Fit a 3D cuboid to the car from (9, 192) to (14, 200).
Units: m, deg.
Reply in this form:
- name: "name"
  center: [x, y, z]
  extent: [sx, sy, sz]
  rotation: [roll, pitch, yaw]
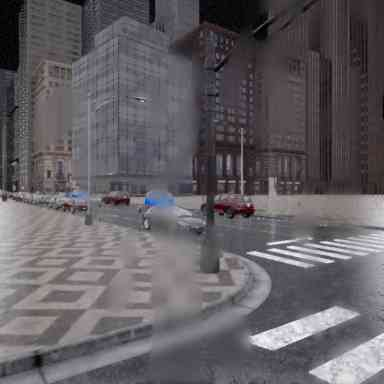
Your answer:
- name: "car"
  center: [-29.550, 0.748, 56.987]
  extent: [1.887, 1.381, 4.507]
  rotation: [1, 0, -36]

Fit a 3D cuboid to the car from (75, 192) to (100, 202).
- name: "car"
  center: [-14.161, 1.007, 45.657]
  extent: [1.895, 1.301, 4.718]
  rotation: [0, 1, -36]

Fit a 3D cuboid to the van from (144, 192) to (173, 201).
- name: "van"
  center: [-3.577, 0.930, 35.266]
  extent: [1.690, 1.788, 3.998]
  rotation: [1, 0, -35]

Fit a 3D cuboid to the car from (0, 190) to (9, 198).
- name: "car"
  center: [-39.062, 0.611, 70.319]
  extent: [1.947, 1.339, 4.313]
  rotation: [1, 0, -36]

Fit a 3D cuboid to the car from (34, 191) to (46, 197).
- name: "car"
  center: [-38.461, 0.495, 84.155]
  extent: [1.887, 1.381, 4.507]
  rotation: [0, 0, -36]

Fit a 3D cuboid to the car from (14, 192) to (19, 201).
- name: "car"
  center: [-26.377, 0.702, 52.543]
  extent: [1.967, 1.590, 4.097]
  rotation: [1, 0, -36]

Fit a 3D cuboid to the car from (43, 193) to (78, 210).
- name: "car"
  center: [-13.696, 1.074, 34.766]
  extent: [2.008, 1.369, 4.403]
  rotation: [1, 0, -35]

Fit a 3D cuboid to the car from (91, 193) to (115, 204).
- name: "car"
  center: [-13.094, 0.934, 48.600]
  extent: [2.008, 1.369, 4.403]
  rotation: [1, 0, -35]

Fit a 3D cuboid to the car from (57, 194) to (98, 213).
- name: "car"
  center: [-10.526, 1.139, 30.323]
  extent: [1.887, 1.381, 4.507]
  rotation: [1, 0, -35]

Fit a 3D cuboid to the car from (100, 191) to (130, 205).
- name: "car"
  center: [-9.919, 0.765, 44.155]
  extent: [2.192, 1.841, 5.009]
  rotation: [1, 0, -35]

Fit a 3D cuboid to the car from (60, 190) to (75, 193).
- name: "car"
  center: [-21.860, 0.778, 56.445]
  extent: [1.812, 1.442, 4.674]
  rotation: [0, 1, -35]

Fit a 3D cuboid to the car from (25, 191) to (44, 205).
- name: "car"
  center: [-20.038, 0.940, 43.655]
  extent: [2.008, 1.369, 4.403]
  rotation: [1, 0, -36]

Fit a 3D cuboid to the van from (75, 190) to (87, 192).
- name: "van"
  center: [-19.433, 0.598, 57.489]
  extent: [1.690, 1.788, 3.998]
  rotation: [1, 0, -35]

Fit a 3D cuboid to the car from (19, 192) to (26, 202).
- name: "car"
  center: [-23.209, 0.875, 48.100]
  extent: [2.008, 1.369, 4.403]
  rotation: [1, 0, -35]

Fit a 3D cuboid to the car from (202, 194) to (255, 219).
- name: "car"
  center: [2.765, 1.049, 26.377]
  extent: [2.192, 1.841, 5.009]
  rotation: [1, 0, -35]

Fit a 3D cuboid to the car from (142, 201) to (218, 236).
- name: "car"
  center: [-1.015, 1.366, 16.991]
  extent: [2.008, 1.369, 4.403]
  rotation: [1, 0, -35]
